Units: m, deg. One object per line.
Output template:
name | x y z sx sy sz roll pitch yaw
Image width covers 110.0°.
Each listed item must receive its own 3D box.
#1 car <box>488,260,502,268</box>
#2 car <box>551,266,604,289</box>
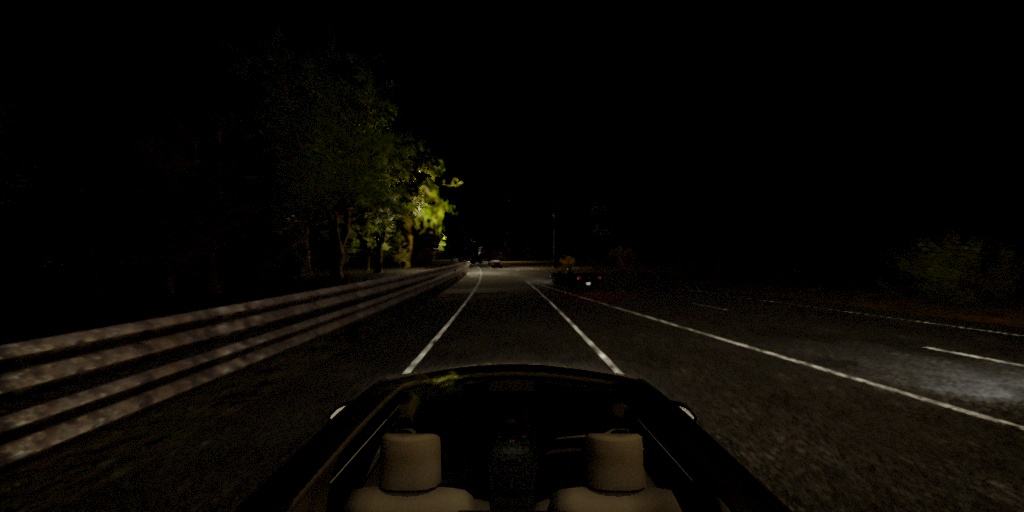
car | -2.838 1.291 58.943 2.033 1.411 5.357 -1 0 -11
car | 3.972 1.293 22.641 1.895 1.301 4.718 0 0 -11
